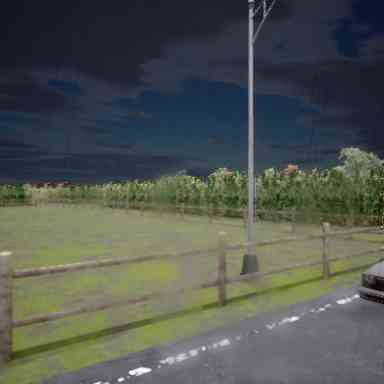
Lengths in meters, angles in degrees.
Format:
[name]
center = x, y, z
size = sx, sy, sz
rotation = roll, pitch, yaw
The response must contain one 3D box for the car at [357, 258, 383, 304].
[car]
center = 5.776, 1.568, 7.187
size = 5.357, 1.411, 2.033
rotation = 0, 0, -36
